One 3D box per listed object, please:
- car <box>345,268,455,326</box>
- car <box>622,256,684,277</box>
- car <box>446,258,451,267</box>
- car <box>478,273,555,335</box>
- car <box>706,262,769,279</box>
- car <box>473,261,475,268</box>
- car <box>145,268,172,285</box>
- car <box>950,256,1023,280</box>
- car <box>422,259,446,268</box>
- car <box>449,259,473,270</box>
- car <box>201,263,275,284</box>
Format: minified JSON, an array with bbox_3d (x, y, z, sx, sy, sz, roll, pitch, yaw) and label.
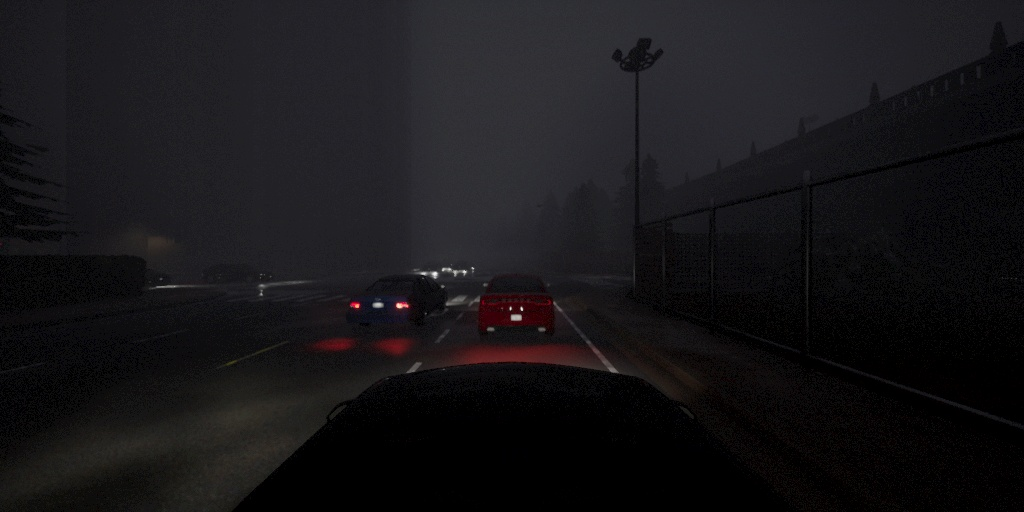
[{"bbox_3d":[-3.383,1.292,11.581,2.033,1.411,5.357,0,0,0],"label":"car"},{"bbox_3d":[13.546,1.009,34.464,5.566,2.045,2.150,0,0,0],"label":"car"},{"bbox_3d":[-10.788,1.209,59.686,2.128,1.511,4.902,0,0,-5],"label":"car"},{"bbox_3d":[0.131,1.223,10.482,1.882,1.535,5.008,0,0,1],"label":"car"},{"bbox_3d":[19.384,1.294,30.936,4.892,1.490,1.837,0,0,0],"label":"car"},{"bbox_3d":[-7.523,1.244,61.714,1.812,1.442,4.674,0,0,-7],"label":"car"},{"bbox_3d":[-25.409,1.358,23.937,4.181,1.385,1.994,0,0,0],"label":"car"},{"bbox_3d":[41.034,1.012,30.787,5.566,2.045,2.150,0,0,1],"label":"car"},{"bbox_3d":[-10.471,1.326,47.395,1.895,1.301,4.718,0,0,0],"label":"car"},{"bbox_3d":[-6.995,1.288,49.692,1.994,1.385,4.181,0,0,0],"label":"car"},{"bbox_3d":[-20.880,1.296,27.416,4.892,1.490,1.837,0,0,0],"label":"car"}]
